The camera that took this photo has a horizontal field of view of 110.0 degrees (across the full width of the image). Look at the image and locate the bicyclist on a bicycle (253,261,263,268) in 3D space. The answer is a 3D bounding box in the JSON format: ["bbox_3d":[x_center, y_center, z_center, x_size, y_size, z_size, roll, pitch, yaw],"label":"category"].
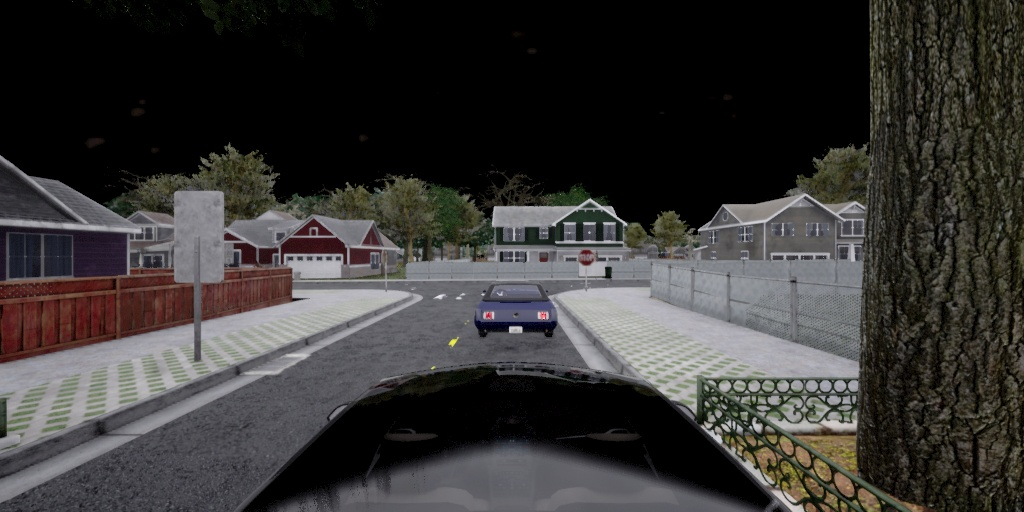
[{"bbox_3d":[-19.986,1.198,28.172,0.582,1.620,1.656,0,0,1],"label":"bicyclist on a bicycle"}]

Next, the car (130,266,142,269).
[{"bbox_3d":[-28.286,1.470,25.354,4.892,1.490,1.837,0,0,1],"label":"car"}]

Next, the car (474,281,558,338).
[{"bbox_3d":[0.103,1.351,10.183,1.895,1.301,4.718,0,0,0],"label":"car"}]
